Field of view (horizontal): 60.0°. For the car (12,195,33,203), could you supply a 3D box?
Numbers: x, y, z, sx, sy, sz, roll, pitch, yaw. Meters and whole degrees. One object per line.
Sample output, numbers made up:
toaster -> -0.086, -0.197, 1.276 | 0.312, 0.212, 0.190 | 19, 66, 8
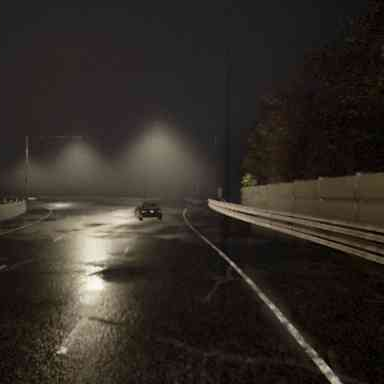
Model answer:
car -> -38.234, 1.751, 75.025 | 4.181, 1.385, 1.994 | 0, 0, 43

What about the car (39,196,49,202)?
car -> -38.115, 1.740, 84.517 | 4.181, 1.385, 1.994 | 0, 0, 40

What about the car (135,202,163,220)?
car -> -3.745, 1.567, 28.224 | 2.033, 1.411, 5.357 | 0, 0, -15

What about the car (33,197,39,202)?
car -> -40.125, 1.800, 81.636 | 4.718, 1.301, 1.895 | 0, 0, 40
